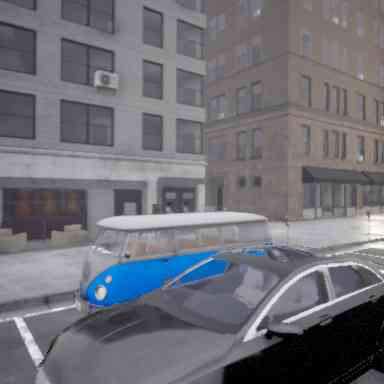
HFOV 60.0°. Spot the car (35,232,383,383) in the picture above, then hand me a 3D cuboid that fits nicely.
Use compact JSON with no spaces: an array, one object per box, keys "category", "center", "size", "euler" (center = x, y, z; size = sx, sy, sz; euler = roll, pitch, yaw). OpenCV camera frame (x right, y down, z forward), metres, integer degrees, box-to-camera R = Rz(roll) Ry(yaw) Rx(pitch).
[{"category":"car","center":[0.824,1.481,3.968],"size":[4.902,1.511,2.128],"euler":[0,0,-35]}]

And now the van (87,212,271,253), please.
[{"category":"van","center":[-0.146,1.328,6.649],"size":[3.998,1.788,1.690],"euler":[0,1,-36]}]
